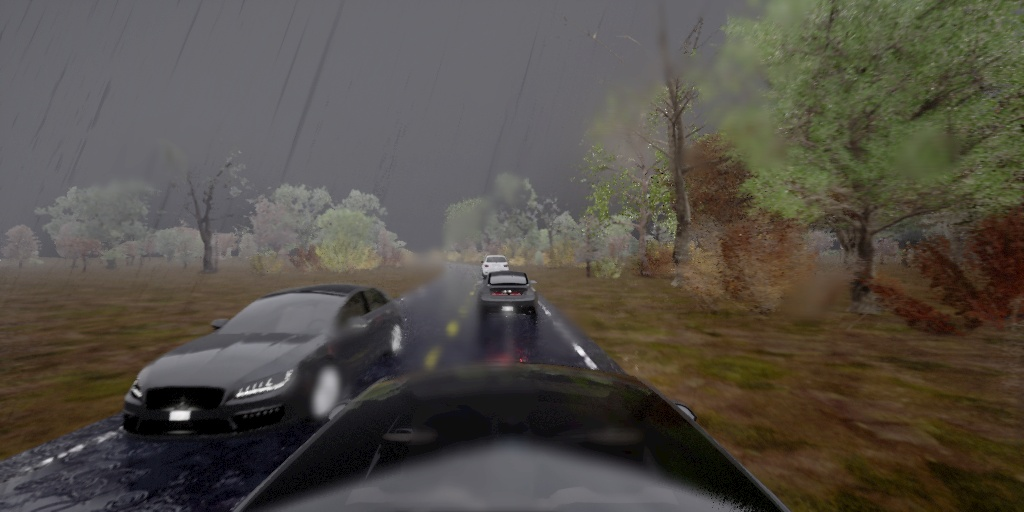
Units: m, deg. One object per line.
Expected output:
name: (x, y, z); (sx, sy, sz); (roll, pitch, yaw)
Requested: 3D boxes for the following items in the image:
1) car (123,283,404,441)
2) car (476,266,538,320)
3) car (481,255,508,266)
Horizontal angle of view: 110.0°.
car: (-3.186, 1.259, 5.823); (1.837, 1.490, 4.892); (0, 0, -1)
car: (-0.177, 1.255, 12.556); (1.837, 1.490, 4.892); (0, 0, -2)
car: (-1.563, 0.974, 32.125); (2.150, 2.045, 5.566); (0, 0, -6)
